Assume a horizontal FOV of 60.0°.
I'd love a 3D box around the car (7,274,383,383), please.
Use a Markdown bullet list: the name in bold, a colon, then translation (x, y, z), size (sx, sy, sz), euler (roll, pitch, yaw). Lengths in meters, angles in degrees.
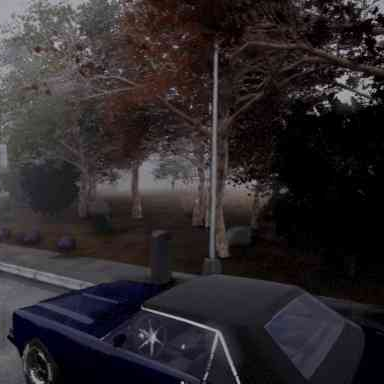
- **car**: translation (0.052, 1.618, 3.524), size (4.718, 1.301, 1.895), euler (-1, 0, 35)
